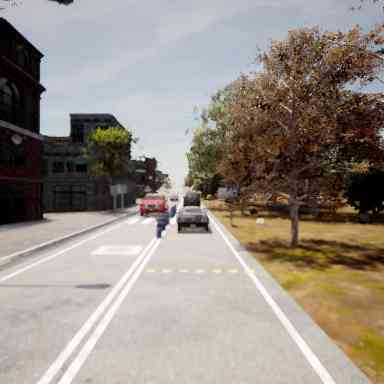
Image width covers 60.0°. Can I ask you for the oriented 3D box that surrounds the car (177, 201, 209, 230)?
[{"bbox_3d":[0.062,1.554,20.929,1.895,1.301,4.718,0,2,0],"label":"car"}]

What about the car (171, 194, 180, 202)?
[{"bbox_3d":[-3.688,1.269,71.554,1.882,1.535,5.008,0,0,-1],"label":"car"}]

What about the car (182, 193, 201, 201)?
[{"bbox_3d":[-0.034,1.154,42.450,2.150,2.045,5.566,0,0,0],"label":"car"}]

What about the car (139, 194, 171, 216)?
[{"bbox_3d":[-3.423,1.165,30.628,2.150,2.045,5.566,0,-1,0],"label":"car"}]
